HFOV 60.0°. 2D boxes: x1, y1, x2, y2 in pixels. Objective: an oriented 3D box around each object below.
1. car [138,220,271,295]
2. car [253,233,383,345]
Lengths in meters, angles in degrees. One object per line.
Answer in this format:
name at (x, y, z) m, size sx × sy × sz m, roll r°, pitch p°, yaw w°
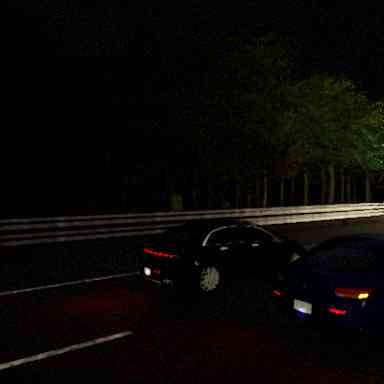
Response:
car at (0.989, 1.495, 8.728) m, size 4.892 × 1.490 × 1.837 m, roll 0°, pitch 0°, yaw -35°
car at (3.505, 1.515, 6.223) m, size 4.674 × 1.442 × 1.812 m, roll 0°, pitch 0°, yaw -35°
